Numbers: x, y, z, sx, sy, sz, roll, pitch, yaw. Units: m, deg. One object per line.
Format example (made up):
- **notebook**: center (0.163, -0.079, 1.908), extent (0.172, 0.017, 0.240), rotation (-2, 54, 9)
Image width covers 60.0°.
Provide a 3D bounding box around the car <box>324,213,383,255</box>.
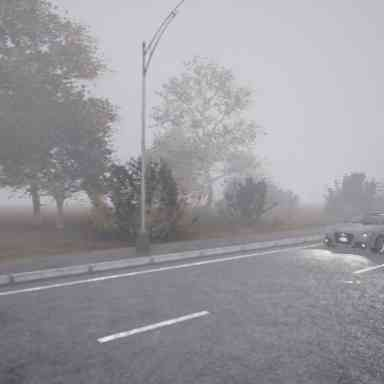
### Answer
- **car**: center (7.222, 1.566, 13.443), extent (4.181, 1.385, 1.994), rotation (0, 0, -36)
